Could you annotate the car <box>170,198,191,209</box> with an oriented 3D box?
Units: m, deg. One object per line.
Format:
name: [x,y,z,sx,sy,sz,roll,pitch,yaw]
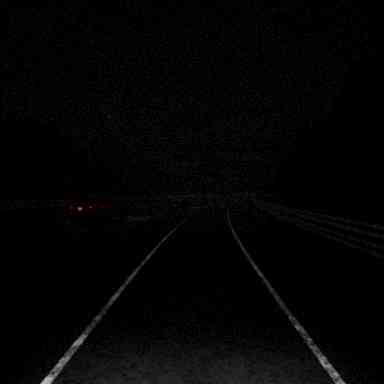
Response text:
car: [-1.578,1.518,44.907,1.812,1.442,4.674,0,0,14]

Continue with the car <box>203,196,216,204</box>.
car: [3.579,1.547,66.363,2.033,1.411,5.357,0,0,14]

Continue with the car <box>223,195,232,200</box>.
car: [9.890,1.543,92.616,2.033,1.411,5.357,0,0,14]

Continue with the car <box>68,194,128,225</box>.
car: [-6.599,1.175,24.017,2.150,2.045,5.566,0,0,14]
